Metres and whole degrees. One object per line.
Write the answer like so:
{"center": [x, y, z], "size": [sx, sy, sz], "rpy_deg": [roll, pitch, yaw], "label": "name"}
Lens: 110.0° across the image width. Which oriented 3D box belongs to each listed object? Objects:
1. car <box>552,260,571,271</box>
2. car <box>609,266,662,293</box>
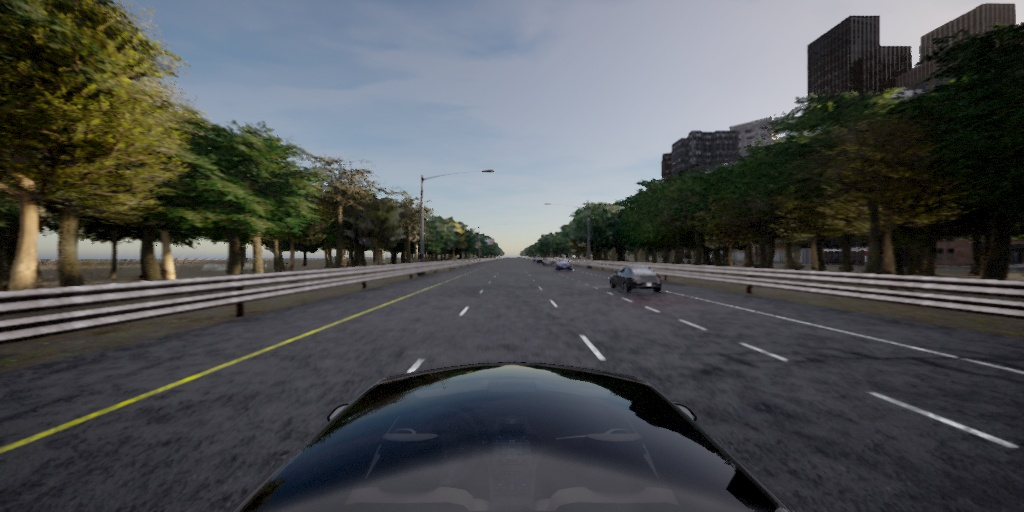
{"center": [7.125, 1.324, 50.561], "size": [1.812, 1.442, 4.674], "rpy_deg": [0, 0, 0], "label": "car"}
{"center": [7.020, 1.288, 20.657], "size": [1.812, 1.442, 4.674], "rpy_deg": [0, 0, 0], "label": "car"}
